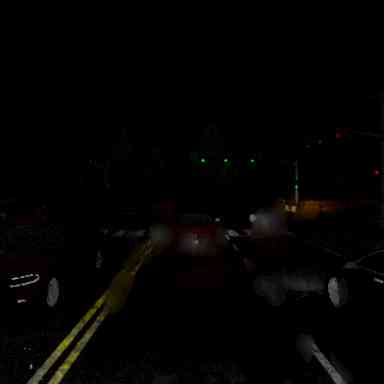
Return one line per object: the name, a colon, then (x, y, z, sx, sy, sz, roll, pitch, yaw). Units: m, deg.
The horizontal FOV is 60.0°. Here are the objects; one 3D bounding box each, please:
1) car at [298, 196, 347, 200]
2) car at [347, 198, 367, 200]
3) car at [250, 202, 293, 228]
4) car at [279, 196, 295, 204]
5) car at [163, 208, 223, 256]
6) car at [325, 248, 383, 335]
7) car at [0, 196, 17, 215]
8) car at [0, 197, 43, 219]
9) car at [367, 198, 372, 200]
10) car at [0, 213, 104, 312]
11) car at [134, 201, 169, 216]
car: (15.770, 1.455, 40.876, 5.008, 1.535, 1.882, 0, 0, -2)
car: (20.241, 1.576, 44.511, 4.718, 1.301, 1.895, 0, 0, -2)
car: (5.337, 1.588, 22.231, 1.895, 1.301, 4.718, 0, 0, 23)
car: (14.821, 1.325, 47.845, 4.553, 1.767, 2.097, 0, 0, -2)
car: (0.092, 1.470, 13.034, 1.882, 1.535, 5.008, 0, 0, 0)
car: (3.593, 1.502, 4.800, 1.837, 1.490, 4.892, 0, 0, 0)
car: (-20.008, 1.329, 32.565, 4.553, 1.767, 2.097, 0, 0, -2)
car: (-7.036, 1.216, 11.338, 2.150, 2.045, 5.566, 0, 0, 1)
car: (24.289, 1.520, 48.129, 5.357, 1.411, 2.033, 0, 0, -2)
car: (-3.564, 1.473, 7.961, 1.882, 1.535, 5.008, 0, 0, 0)
car: (-3.944, 1.529, 32.284, 2.033, 1.411, 5.357, 0, 0, -29)
